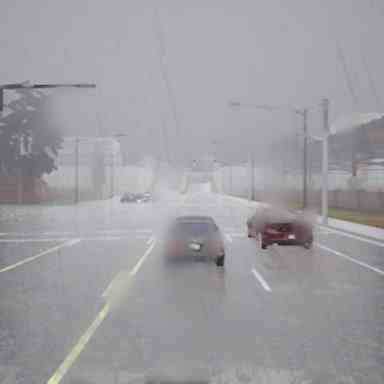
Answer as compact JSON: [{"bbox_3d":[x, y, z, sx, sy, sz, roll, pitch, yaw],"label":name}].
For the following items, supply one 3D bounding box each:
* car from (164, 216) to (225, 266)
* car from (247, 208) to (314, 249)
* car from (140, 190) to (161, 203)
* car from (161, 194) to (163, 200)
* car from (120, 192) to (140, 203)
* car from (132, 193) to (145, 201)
[{"bbox_3d":[0.083,1.529,11.483,2.033,1.411,5.357,0,0,0],"label":"car"},{"bbox_3d":[3.585,1.440,14.342,1.882,1.535,5.008,0,0,0],"label":"car"},{"bbox_3d":[-7.051,0.720,56.894,2.150,2.045,5.566,0,1,0],"label":"car"},{"bbox_3d":[-7.040,0.830,67.460,1.882,1.535,5.008,0,1,0],"label":"car"},{"bbox_3d":[-10.556,0.874,55.617,2.097,1.767,4.553,0,1,0],"label":"car"},{"bbox_3d":[-10.541,0.949,65.670,1.994,1.385,4.181,0,1,0],"label":"car"}]
